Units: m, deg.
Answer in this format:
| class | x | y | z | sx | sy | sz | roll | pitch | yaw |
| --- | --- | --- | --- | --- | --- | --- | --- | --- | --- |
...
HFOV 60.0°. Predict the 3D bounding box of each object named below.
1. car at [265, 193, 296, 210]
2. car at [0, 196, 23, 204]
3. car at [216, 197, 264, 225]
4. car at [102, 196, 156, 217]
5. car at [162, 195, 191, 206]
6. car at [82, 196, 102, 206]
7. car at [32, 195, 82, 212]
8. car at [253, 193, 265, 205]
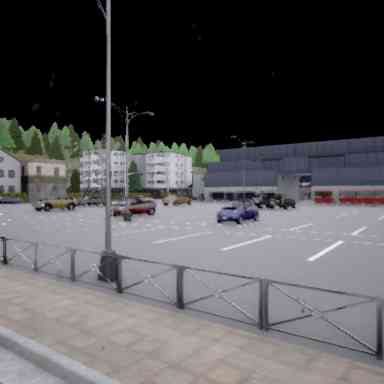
| class | x | y | z | sx | sy | sz | roll | pitch | yaw |
| --- | --- | --- | --- | --- | --- | --- | --- | --- | --- |
| car | 10.841 | 1.120 | 39.839 | 1.932 | 1.855 | 4.605 | 0 | 0 | 35 |
| car | -31.829 | 1.425 | 56.912 | 2.033 | 1.411 | 5.357 | 0 | 0 | 35 |
| car | 3.100 | 1.335 | 22.599 | 1.845 | 1.501 | 3.633 | 0 | 0 | 35 |
| car | -5.041 | 1.324 | 28.393 | 2.007 | 1.523 | 4.514 | 0 | 0 | 35 |
| car | -2.226 | 1.194 | 48.551 | 2.152 | 1.636 | 5.027 | 0 | 0 | 35 |
| car | -14.713 | 1.347 | 48.336 | 2.007 | 1.523 | 4.514 | 0 | 0 | 35 |
| car | -14.811 | 1.137 | 36.154 | 1.932 | 1.855 | 4.605 | 0 | 0 | 35 |
| car | 8.229 | 1.103 | 41.176 | 1.905 | 1.878 | 3.866 | 0 | 0 | 35 |
